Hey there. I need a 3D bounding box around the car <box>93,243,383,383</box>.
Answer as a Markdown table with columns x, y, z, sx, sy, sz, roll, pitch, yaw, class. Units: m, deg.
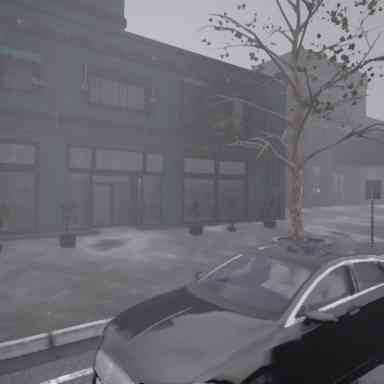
| x | y | z | sx | sy | sz | roll | pitch | yaw | class |
| --- | --- | --- | --- | --- | --- | --- | --- | --- | --- |
| 1.243 | 1.492 | 4.271 | 4.902 | 1.511 | 2.128 | 0 | 0 | -36 | car |
